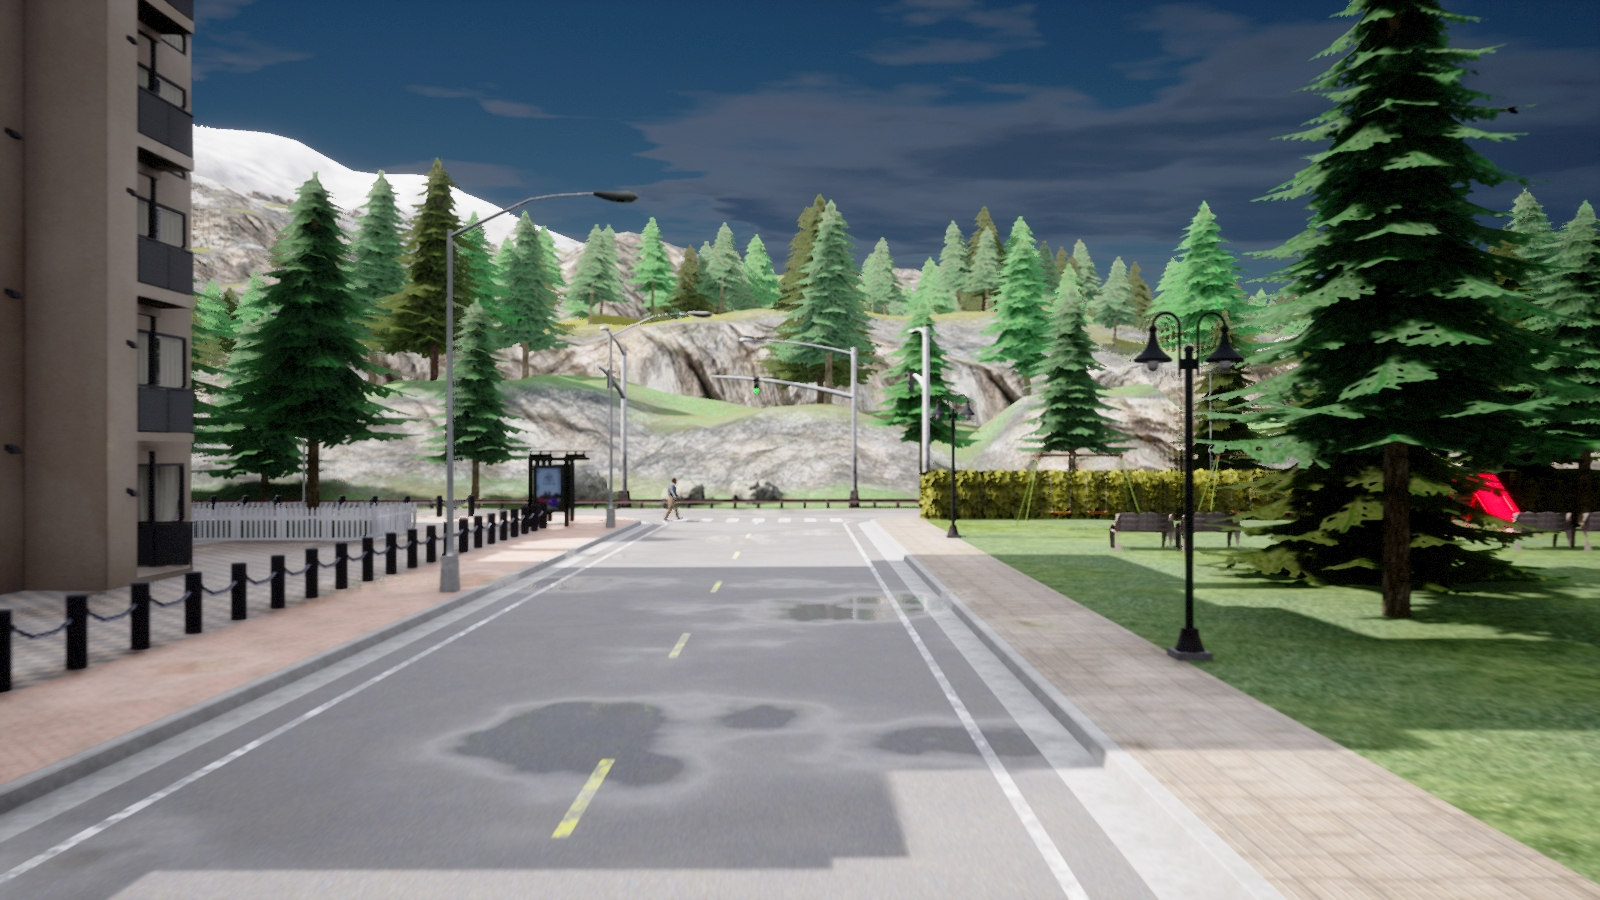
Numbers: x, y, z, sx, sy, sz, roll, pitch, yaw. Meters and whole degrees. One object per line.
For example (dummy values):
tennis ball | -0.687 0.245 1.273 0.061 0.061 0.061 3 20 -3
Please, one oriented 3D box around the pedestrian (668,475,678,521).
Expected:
pedestrian | -5.146 1.953 46.324 0.375 1.860 0.375 0 0 -8
